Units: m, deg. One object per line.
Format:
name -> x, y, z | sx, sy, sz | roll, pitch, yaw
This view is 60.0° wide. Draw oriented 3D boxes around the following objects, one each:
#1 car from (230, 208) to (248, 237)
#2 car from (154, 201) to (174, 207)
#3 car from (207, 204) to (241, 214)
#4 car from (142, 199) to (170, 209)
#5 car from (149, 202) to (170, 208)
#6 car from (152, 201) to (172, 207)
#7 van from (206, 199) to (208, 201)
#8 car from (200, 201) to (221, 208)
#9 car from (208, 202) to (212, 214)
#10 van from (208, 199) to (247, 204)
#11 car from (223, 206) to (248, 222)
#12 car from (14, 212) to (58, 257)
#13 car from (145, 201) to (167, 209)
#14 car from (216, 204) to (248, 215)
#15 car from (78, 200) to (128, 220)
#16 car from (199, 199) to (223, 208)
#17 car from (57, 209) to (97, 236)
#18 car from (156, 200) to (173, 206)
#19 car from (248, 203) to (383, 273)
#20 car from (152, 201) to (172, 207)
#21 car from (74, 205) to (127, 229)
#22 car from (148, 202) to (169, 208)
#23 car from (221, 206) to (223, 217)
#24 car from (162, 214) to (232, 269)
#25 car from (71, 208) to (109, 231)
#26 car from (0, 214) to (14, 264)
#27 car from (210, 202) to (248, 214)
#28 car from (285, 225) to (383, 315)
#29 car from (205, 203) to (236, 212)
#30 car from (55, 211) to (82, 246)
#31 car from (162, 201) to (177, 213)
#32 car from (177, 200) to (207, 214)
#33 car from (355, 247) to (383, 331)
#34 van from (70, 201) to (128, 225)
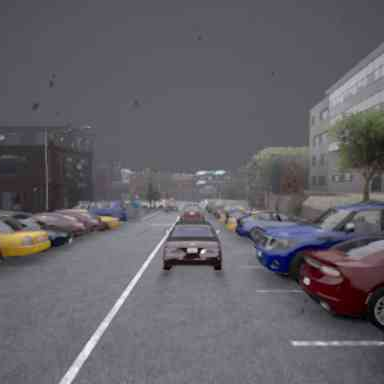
car -> 4.655, 1.781, 17.446 | 4.792, 1.488, 2.163 | 0, -1, 0
car -> -7.624, 3.260, 92.257 | 5.366, 1.575, 1.946 | 0, -1, 0
car -> 4.580, 2.412, 48.170 | 4.674, 1.452, 2.002 | 0, -1, 0
car -> -7.805, 2.537, 68.760 | 5.566, 2.045, 2.435 | 0, -1, 0
car -> -7.822, 3.055, 80.505 | 4.792, 1.488, 2.163 | 0, -1, 0
car -> -7.990, 3.200, 89.317 | 5.366, 1.575, 1.946 | 0, -1, 0
van -> 4.695, 2.203, 50.968 | 4.442, 1.987, 1.878 | 0, -1, 0
car -> 4.529, 3.049, 81.688 | 5.008, 1.535, 2.097 | 0, -1, 0
car -> 4.604, 2.147, 36.999 | 4.892, 1.521, 2.231 | 0, -1, 0
van -> 4.477, 1.977, 39.796 | 4.442, 1.987, 1.878 | 0, -1, 0
car -> 4.807, 1.804, 20.240 | 5.366, 1.575, 1.946 | 0, -1, 0
car -> -7.882, 1.632, 11.704 | 5.366, 1.575, 1.946 | 0, -1, 0
car -> -7.749, 2.719, 71.570 | 4.553, 1.767, 2.185 | 0, -1, 0
car -> 4.799, 1.917, 25.826 | 5.366, 1.575, 1.946 | 0, -1, 0
car -> -7.744, 1.663, 25.537 | 5.566, 2.045, 2.435 | 0, -1, 0
car -> 4.511, 2.742, 78.899 | 5.566, 2.045, 2.435 | 0, -1, 0
car -> -7.701, 1.788, 17.284 | 4.674, 1.452, 2.002 | 0, -1, 0
car -> -7.783, 3.192, 95.200 | 4.553, 1.767, 2.185 | 0, -1, 0
car -> 4.609, 1.330, 9.073 | 5.566, 2.045, 2.435 | 0, -1, 0
car -> -7.807, 3.143, 86.255 | 4.892, 1.521, 2.231 | 0, -1, 0
car -> -7.527, 1.857, 22.867 | 5.366, 1.575, 1.946 | 0, -1, 0
car -> -7.786, 3.006, 77.566 | 4.674, 1.452, 2.002 | 0, -1, 0
car -> 4.646, 1.894, 23.033 | 4.792, 1.488, 2.163 | 0, -1, 0
car -> 0.031, 1.702, 11.672 | 2.033, 1.411, 5.357 | 0, -1, 1
car -> -7.705, 1.841, 19.950 | 4.674, 1.452, 2.002 | 0, -1, 0
car -> -7.661, 1.450, 8.789 | 4.553, 1.767, 2.185 | 0, -1, 0
car -> 4.596, 2.091, 34.205 | 4.892, 1.521, 2.231 | 0, -1, 0
car -> 4.640, 1.530, 6.334 | 5.008, 1.535, 2.097 | 0, -1, 0
car -> 4.603, 2.515, 53.758 | 4.792, 1.488, 2.163 | 0, -1, 0
car -> -7.671, 1.721, 14.495 | 4.792, 1.488, 2.163 | 0, -1, 0
car -> -3.150, 2.530, 51.794 | 1.994, 1.385, 4.181 | 0, -1, 0
car -> 0.026, 1.875, 29.963 | 2.097, 1.767, 4.553 | 0, -1, 0
car -> 4.675, 1.523, 3.501 | 4.792, 1.488, 2.163 | 0, -1, 0
van -> -7.837, 1.745, 28.327 | 4.442, 1.987, 1.878 | 0, -1, 0
